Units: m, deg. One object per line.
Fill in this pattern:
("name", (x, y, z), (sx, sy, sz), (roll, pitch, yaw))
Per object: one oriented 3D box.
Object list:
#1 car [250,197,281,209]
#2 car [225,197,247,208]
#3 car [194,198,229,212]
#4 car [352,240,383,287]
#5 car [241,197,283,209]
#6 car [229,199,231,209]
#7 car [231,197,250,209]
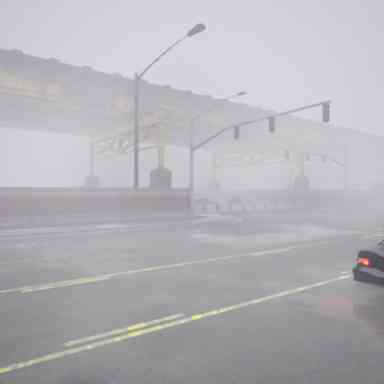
("car", (9.175, 1.255, 43.898), (4.536, 1.218, 1.853), (0, 0, -7))
("car", (5.332, 1.257, 40.195), (1.853, 1.218, 4.536), (0, 0, 18))
("car", (1.520, 1.259, 37.467), (4.536, 1.218, 1.853), (0, 0, 8))
("car", (6.063, 1.540, 8.101), (5.357, 1.411, 2.033), (0, 0, -35))
("car", (9.227, 1.412, 43.905), (4.974, 1.542, 2.038), (0, 0, -7))
("car", (1.572, 1.417, 37.460), (4.974, 1.542, 2.038), (0, 0, 8))
("car", (5.316, 1.415, 40.145), (2.038, 1.542, 4.974), (0, 0, 18))
